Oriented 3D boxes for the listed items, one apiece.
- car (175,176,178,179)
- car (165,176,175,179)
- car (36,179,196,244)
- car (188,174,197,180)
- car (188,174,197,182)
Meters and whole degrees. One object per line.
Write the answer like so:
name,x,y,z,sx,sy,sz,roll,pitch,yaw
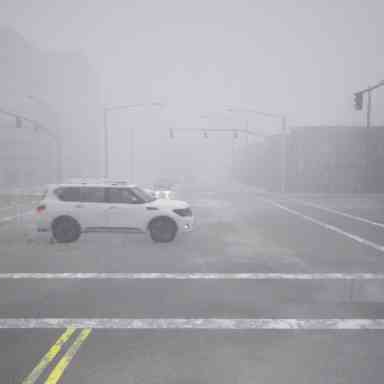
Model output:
car,-3.524,-1.675,51.308,1.837,1.490,4.892,0,4,0
car,-3.541,-0.950,41.401,1.994,1.385,4.181,0,4,0
car,-2.728,0.669,12.202,5.566,2.045,2.150,0,4,0
car,0.110,-3.672,80.699,2.033,1.411,5.357,0,4,0
car,0.097,-2.950,70.872,1.994,1.385,4.181,0,4,0
